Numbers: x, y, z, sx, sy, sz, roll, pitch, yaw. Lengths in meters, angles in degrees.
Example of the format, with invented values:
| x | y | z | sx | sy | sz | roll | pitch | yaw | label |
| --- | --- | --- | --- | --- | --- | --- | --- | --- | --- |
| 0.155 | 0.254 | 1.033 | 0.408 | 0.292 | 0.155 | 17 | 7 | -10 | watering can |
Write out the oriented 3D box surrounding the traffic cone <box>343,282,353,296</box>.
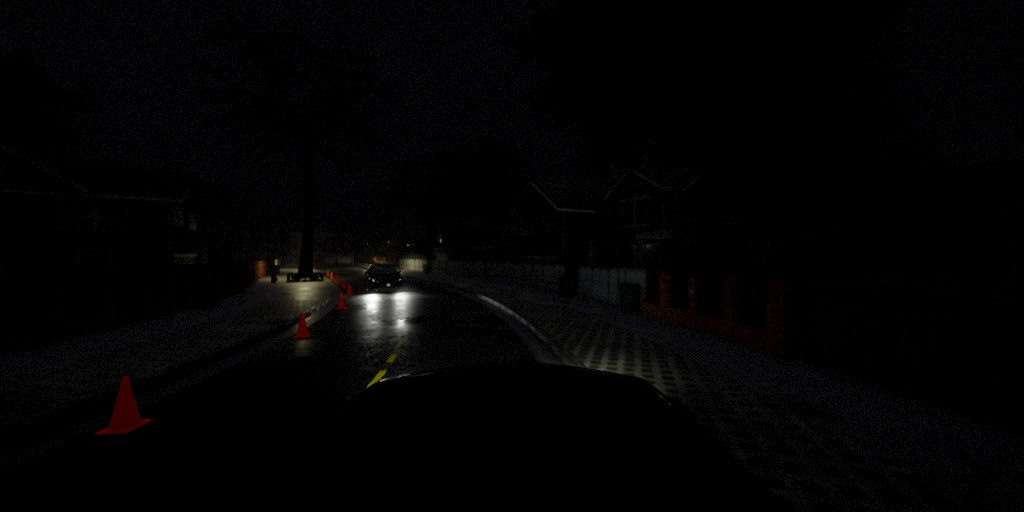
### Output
| x | y | z | sx | sy | sz | roll | pitch | yaw | label |
| --- | --- | --- | --- | --- | --- | --- | --- | --- | --- |
| -8.077 | 1.673 | 17.780 | 0.340 | 0.580 | 0.340 | 0 | 0 | -25 | traffic cone |

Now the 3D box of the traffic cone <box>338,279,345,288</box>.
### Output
| x | y | z | sx | sy | sz | roll | pitch | yaw | label |
| --- | --- | --- | --- | --- | --- | --- | --- | --- | --- |
| -10.300 | 1.665 | 21.975 | 0.340 | 0.580 | 0.340 | 0 | 0 | -30 | traffic cone |

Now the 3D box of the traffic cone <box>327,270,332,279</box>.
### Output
| x | y | z | sx | sy | sz | roll | pitch | yaw | label |
| --- | --- | --- | --- | --- | --- | --- | --- | --- | --- |
| -15.364 | 1.648 | 30.597 | 0.340 | 0.580 | 0.340 | 0 | 0 | -30 | traffic cone |

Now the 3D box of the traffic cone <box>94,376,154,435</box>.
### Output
| x | y | z | sx | sy | sz | roll | pitch | yaw | label |
| --- | --- | --- | --- | --- | --- | --- | --- | --- | --- |
| -4.497 | 1.701 | 4.169 | 0.340 | 0.580 | 0.340 | 0 | 0 | -5 | traffic cone |

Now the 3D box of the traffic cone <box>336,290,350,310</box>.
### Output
| x | y | z | sx | sy | sz | roll | pitch | yaw | label |
| --- | --- | --- | --- | --- | --- | --- | --- | --- | --- |
| -6.362 | 1.682 | 13.391 | 0.340 | 0.580 | 0.340 | 0 | 0 | -18 | traffic cone |

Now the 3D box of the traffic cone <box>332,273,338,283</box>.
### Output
| x | y | z | sx | sy | sz | roll | pitch | yaw | label |
| --- | --- | --- | --- | --- | --- | --- | --- | --- | --- |
| -12.832 | 1.656 | 26.286 | 0.340 | 0.580 | 0.340 | 0 | 0 | -30 | traffic cone |

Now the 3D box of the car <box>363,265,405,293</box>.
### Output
| x | y | z | sx | sy | sz | roll | pitch | yaw | label |
| --- | --- | --- | --- | --- | --- | --- | --- | --- | --- |
| -7.534 | 1.237 | 20.863 | 1.812 | 1.442 | 4.674 | 0 | 0 | -27 | car |

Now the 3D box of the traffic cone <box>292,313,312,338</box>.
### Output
| x | y | z | sx | sy | sz | roll | pitch | yaw | label |
| --- | --- | --- | --- | --- | --- | --- | --- | --- | --- |
| -5.163 | 1.691 | 8.834 | 0.340 | 0.580 | 0.340 | 0 | 0 | -11 | traffic cone |
